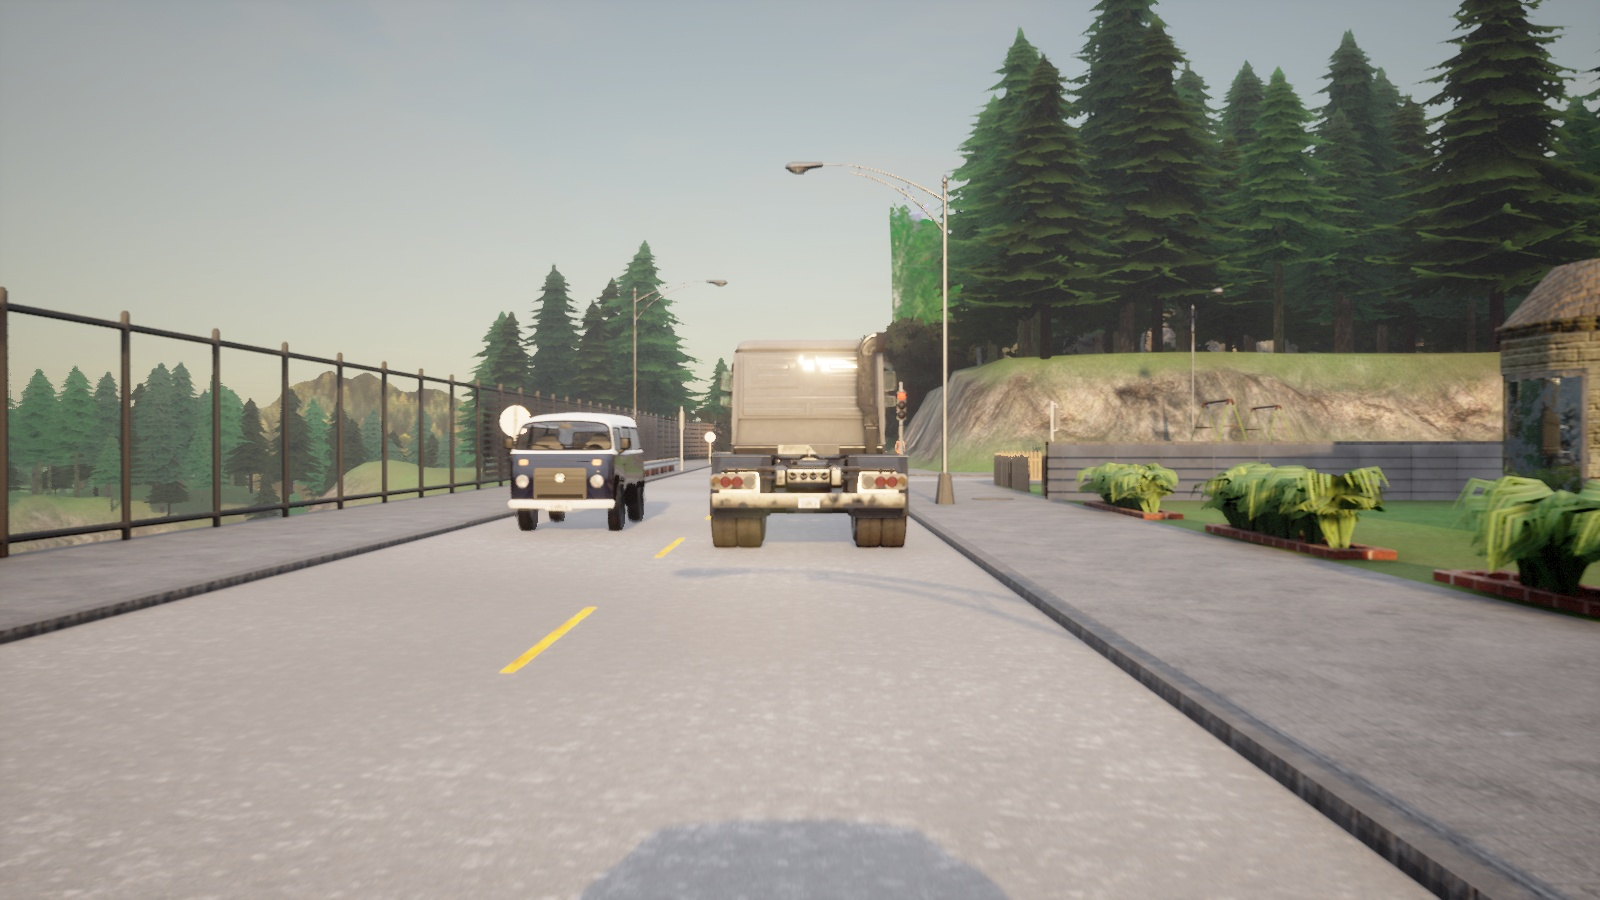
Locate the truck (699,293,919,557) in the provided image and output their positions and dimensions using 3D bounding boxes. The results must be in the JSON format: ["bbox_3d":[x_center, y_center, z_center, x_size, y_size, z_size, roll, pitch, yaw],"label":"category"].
[{"bbox_3d":[0.139,-0.351,20.489,2.891,3.462,7.936,0,0,0],"label":"truck"}]

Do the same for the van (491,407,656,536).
[{"bbox_3d":[-3.851,0.345,22.142,2.069,2.038,4.480,0,0,0],"label":"van"}]
